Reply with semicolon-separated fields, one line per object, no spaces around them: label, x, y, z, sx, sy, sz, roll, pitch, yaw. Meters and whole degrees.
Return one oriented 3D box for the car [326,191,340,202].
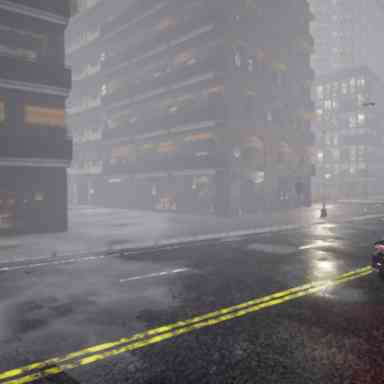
car;19.852;0.589;49.863;4.097;1.590;1.967;1;1;42

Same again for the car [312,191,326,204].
car;14.376;0.814;43.289;4.829;1.417;1.752;1;1;42

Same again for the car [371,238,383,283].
car;6.218;1.387;8.065;4.902;1.511;2.128;0;0;-37
